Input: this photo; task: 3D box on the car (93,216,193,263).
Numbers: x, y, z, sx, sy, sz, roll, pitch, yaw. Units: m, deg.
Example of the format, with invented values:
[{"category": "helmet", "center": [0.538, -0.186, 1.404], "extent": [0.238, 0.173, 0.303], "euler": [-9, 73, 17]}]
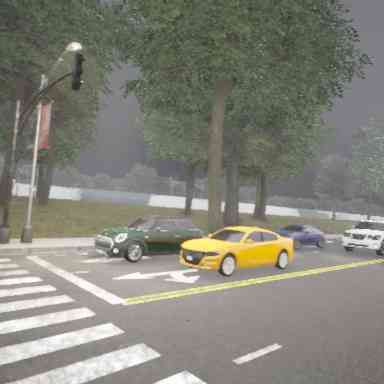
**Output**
[{"category": "car", "center": [-1.644, 1.757, 13.659], "extent": [4.553, 1.767, 2.097], "euler": [6, -3, -41]}]

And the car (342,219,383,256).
[{"category": "car", "center": [11.657, 2.786, 21.078], "extent": [5.566, 2.045, 2.150], "euler": [6, -3, -41]}]

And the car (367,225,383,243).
[{"category": "car", "center": [18.593, 3.980, 31.521], "extent": [4.892, 1.490, 1.837], "euler": [6, -4, -41]}]

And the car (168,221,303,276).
[{"category": "car", "center": [1.801, 2.041, 12.366], "extent": [5.008, 1.535, 1.882], "euler": [6, -3, -41]}]

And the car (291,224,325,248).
[{"category": "car", "center": [6.712, 2.780, 21.049], "extent": [4.674, 1.442, 1.812], "euler": [6, -3, -41]}]
